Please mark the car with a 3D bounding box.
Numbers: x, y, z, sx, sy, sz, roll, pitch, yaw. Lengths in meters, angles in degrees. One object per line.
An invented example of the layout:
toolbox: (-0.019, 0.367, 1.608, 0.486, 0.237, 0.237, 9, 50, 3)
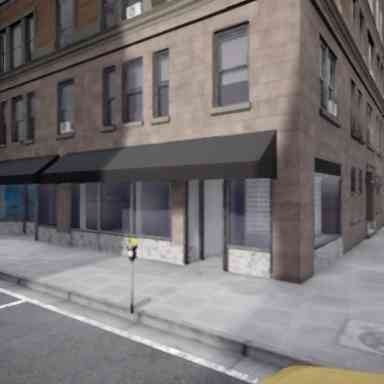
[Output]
car: (2.251, 1.528, 1.243, 4.829, 1.417, 1.752, 0, 0, 36)
